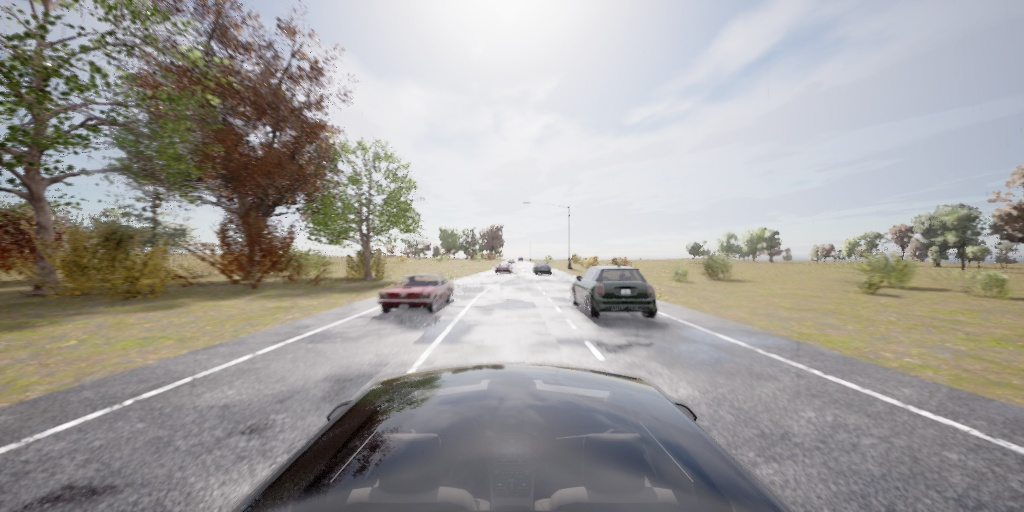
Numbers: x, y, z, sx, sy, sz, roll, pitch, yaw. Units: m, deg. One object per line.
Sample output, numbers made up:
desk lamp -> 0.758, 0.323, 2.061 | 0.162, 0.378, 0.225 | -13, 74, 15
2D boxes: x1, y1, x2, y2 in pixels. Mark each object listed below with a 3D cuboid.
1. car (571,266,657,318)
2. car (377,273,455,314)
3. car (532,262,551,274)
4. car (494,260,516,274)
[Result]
car -> 3.498, 1.124, 13.139 | 2.097, 1.767, 4.553 | 0, 0, 0
car -> -3.560, 1.377, 14.131 | 1.895, 1.301, 4.718 | 0, 0, 1
car -> 3.500, 1.396, 42.207 | 1.994, 1.385, 4.181 | 0, 0, 0
car -> -0.875, 1.432, 41.839 | 1.895, 1.301, 4.718 | 0, 0, 6
